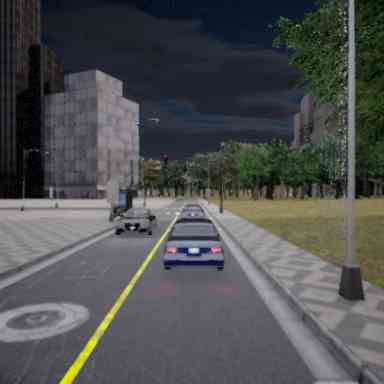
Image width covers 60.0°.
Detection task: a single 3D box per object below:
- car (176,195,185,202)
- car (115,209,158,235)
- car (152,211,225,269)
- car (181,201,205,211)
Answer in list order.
[{"bbox_3d":[-3.047,1.651,88.143,2.097,1.767,4.553,0,0,0],"label":"car"},{"bbox_3d":[-3.087,1.658,19.181,1.994,1.385,4.181,0,0,0],"label":"car"},{"bbox_3d":[0.069,1.604,11.298,2.033,1.411,5.357,0,0,0],"label":"car"},{"bbox_3d":[0.074,1.672,26.161,2.033,1.411,5.357,0,0,0],"label":"car"}]
